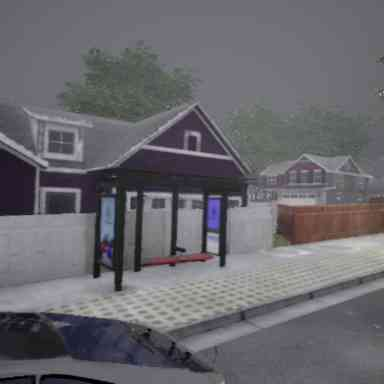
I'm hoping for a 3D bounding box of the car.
[{"bbox_3d":[-1.697,1.563,1.850,4.181,1.385,1.994,0,0,-35],"label":"car"}]
